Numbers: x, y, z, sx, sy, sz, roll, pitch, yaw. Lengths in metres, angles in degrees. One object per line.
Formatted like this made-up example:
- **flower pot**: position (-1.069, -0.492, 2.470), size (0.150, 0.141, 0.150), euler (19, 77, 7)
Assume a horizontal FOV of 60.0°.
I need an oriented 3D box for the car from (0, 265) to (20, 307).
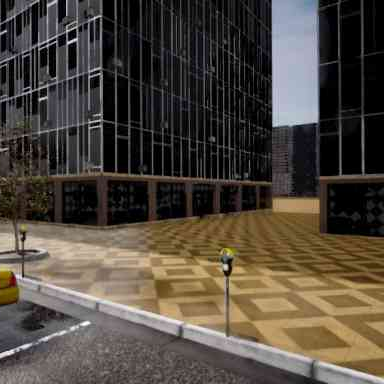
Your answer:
- **car**: position (-5.333, 1.528, 6.663), size (4.829, 1.417, 1.752), euler (0, 0, 35)
